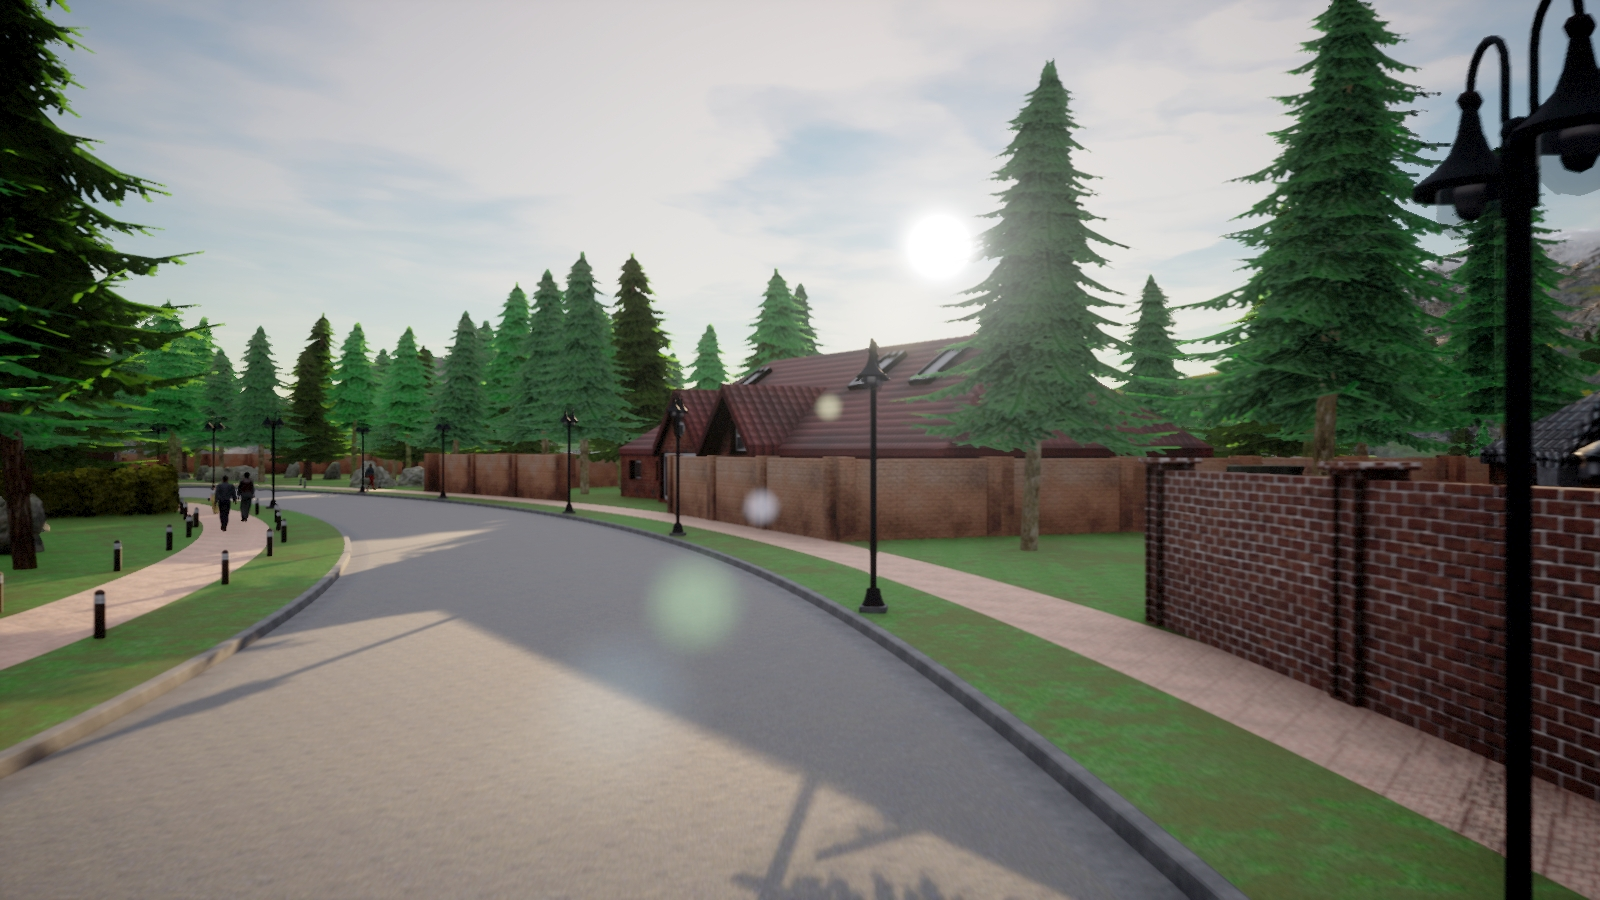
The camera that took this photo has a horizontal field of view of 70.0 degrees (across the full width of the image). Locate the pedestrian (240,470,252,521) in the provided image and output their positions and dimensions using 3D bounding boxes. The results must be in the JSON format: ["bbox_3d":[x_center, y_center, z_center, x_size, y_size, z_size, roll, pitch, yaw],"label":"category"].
[{"bbox_3d":[-20.252,1.665,41.770,0.375,1.860,0.375,0,0,-23],"label":"pedestrian"}]

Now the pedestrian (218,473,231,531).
[{"bbox_3d":[-18.590,1.665,36.891,0.375,1.860,0.375,0,0,-28],"label":"pedestrian"}]

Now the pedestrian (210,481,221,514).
[{"bbox_3d":[-23.986,1.946,46.898,0.375,1.300,0.375,0,0,-28],"label":"pedestrian"}]
